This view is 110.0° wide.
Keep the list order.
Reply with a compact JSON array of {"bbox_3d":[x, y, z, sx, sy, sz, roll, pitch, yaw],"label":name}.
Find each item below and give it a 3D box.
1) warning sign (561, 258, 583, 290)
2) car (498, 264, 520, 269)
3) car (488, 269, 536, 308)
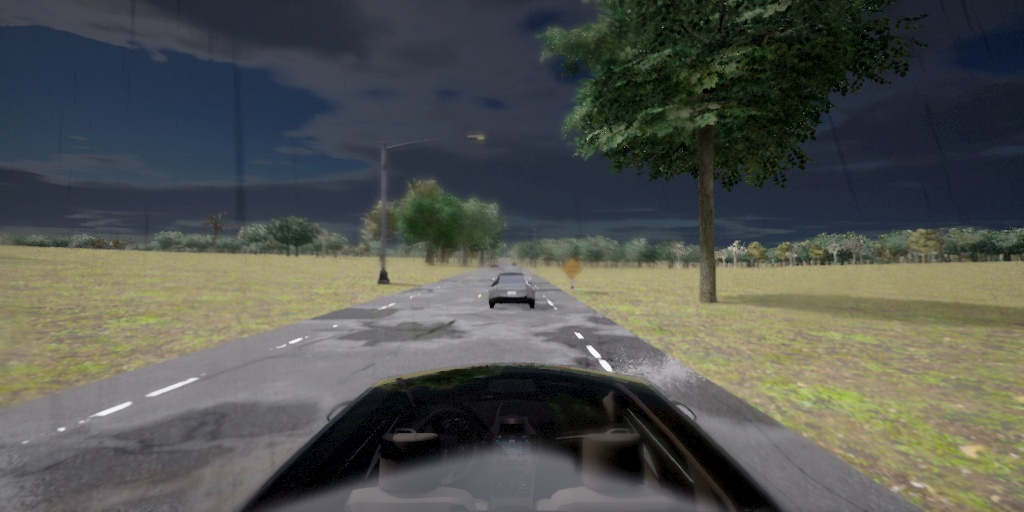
[{"bbox_3d":[3.540,1.045,21.046,1.300,1.860,1.060,0,0,0],"label":"warning sign"},{"bbox_3d":[-0.013,1.621,30.951,1.895,1.301,4.718,0,0,0],"label":"car"},{"bbox_3d":[-0.003,1.448,16.140,1.994,1.385,4.181,0,0,0],"label":"car"}]
